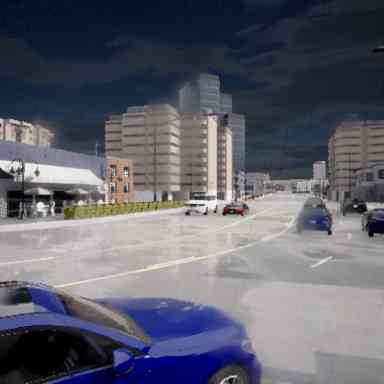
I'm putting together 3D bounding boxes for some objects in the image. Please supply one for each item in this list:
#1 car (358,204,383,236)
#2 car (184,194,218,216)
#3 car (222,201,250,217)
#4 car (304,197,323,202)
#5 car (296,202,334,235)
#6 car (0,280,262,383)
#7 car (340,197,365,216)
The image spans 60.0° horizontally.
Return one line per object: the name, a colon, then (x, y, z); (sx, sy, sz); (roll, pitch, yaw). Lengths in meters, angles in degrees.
car: (10.387, 1.564, 17.943); (1.994, 1.385, 4.181); (0, 0, 23)
car: (1.016, 1.206, 33.084); (2.150, 2.045, 5.566); (0, 0, 20)
car: (4.214, 1.565, 31.644); (1.994, 1.385, 4.181); (0, 0, 20)
car: (12.338, 1.350, 33.521); (2.097, 1.767, 4.553); (0, 0, 20)
car: (7.066, 1.547, 19.058); (2.033, 1.411, 5.357); (0, 0, 23)
car: (-1.470, 1.525, 2.729); (4.674, 1.442, 1.812); (0, 0, -37)
car: (15.635, 1.350, 32.347); (2.097, 1.767, 4.553); (0, 0, 20)
